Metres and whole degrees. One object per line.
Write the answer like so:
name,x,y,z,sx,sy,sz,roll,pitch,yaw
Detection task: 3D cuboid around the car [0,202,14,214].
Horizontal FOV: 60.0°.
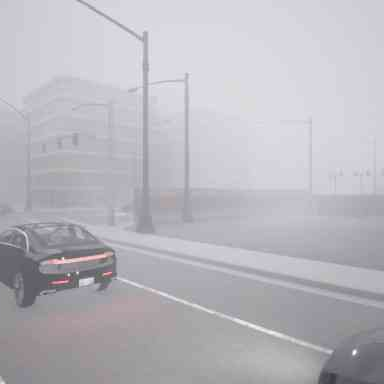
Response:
car,-17.402,1.456,27.449,4.902,1.511,2.128,0,1,-9

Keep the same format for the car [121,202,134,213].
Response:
car,-5.485,1.564,35.780,4.181,1.385,1.994,0,0,-44

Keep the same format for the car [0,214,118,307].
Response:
car,-3.666,1.492,8.089,2.128,1.511,4.902,0,0,-43

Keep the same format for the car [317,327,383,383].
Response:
car,3.157,1.505,1.611,4.892,1.490,1.837,0,0,38
